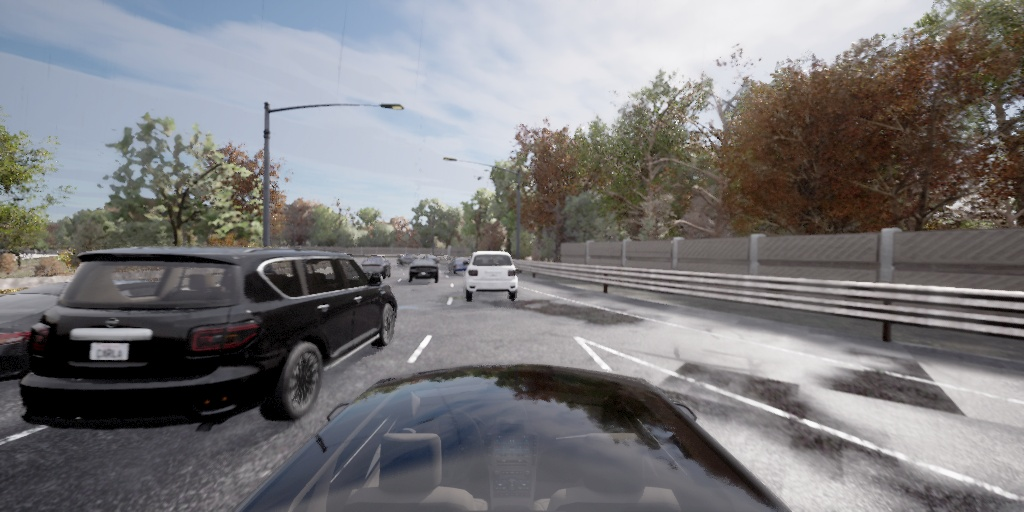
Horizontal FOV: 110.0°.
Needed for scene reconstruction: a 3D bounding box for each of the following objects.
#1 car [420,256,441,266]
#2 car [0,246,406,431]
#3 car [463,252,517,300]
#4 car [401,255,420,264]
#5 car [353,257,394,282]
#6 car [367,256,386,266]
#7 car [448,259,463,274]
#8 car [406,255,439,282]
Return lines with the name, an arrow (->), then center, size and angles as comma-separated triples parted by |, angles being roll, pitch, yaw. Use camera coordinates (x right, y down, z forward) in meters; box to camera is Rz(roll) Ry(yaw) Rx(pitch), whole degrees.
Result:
car -> -11.784, 0.704, 51.567 | 1.812, 1.442, 4.674 | 0, 0, -26
car -> -3.588, 0.894, 5.780 | 2.150, 2.045, 5.566 | 1, 1, -2
car -> -1.102, 0.827, 16.926 | 2.150, 2.045, 5.566 | 1, 0, -7
car -> -17.497, 0.523, 61.879 | 1.837, 1.490, 4.892 | 0, 0, -33
car -> -9.999, 0.910, 26.244 | 2.128, 1.511, 4.902 | 1, 1, -13
car -> -19.540, 0.683, 51.648 | 1.895, 1.301, 4.718 | 0, 1, -28
car -> -4.941, 0.957, 34.258 | 2.033, 1.411, 5.357 | 1, 0, -17
car -> -6.203, 0.949, 25.341 | 1.882, 1.535, 5.008 | 1, 0, -13
